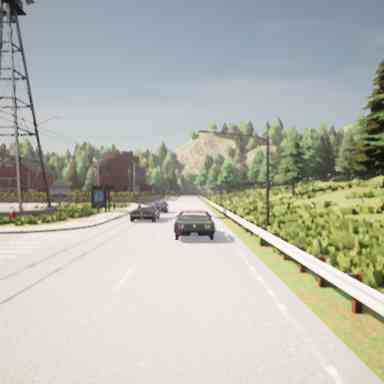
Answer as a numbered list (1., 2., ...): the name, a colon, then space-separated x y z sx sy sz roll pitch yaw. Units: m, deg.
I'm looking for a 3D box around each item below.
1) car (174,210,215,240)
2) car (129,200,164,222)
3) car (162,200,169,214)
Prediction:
1. car: 0.113 1.586 17.039 1.895 1.301 4.718 0 0 0
2. car: -3.574 1.579 25.872 1.895 1.301 4.718 0 0 0
3. car: -3.535 1.534 35.479 1.994 1.385 4.181 0 0 1
